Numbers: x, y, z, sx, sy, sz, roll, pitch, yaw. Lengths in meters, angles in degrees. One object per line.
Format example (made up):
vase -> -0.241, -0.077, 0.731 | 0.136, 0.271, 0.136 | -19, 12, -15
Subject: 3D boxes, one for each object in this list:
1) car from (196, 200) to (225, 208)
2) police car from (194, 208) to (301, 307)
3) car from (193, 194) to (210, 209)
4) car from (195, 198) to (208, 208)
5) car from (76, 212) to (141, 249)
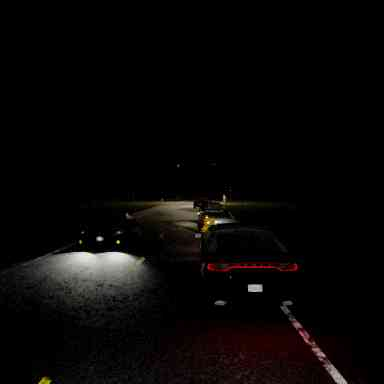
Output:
car -> 1.257, 1.452, 18.270 | 1.801, 1.575, 5.366 | 0, 0, 1
police car -> 1.097, 1.425, 8.220 | 1.930, 1.638, 5.238 | 0, 0, 1
car -> 1.215, 1.450, 45.781 | 1.882, 1.535, 5.008 | 0, 0, 3
car -> 1.397, 1.471, 24.060 | 1.882, 1.535, 5.008 | 0, 0, 2
car -> -3.447, 1.563, 14.480 | 1.994, 1.385, 4.181 | 0, 0, 1
